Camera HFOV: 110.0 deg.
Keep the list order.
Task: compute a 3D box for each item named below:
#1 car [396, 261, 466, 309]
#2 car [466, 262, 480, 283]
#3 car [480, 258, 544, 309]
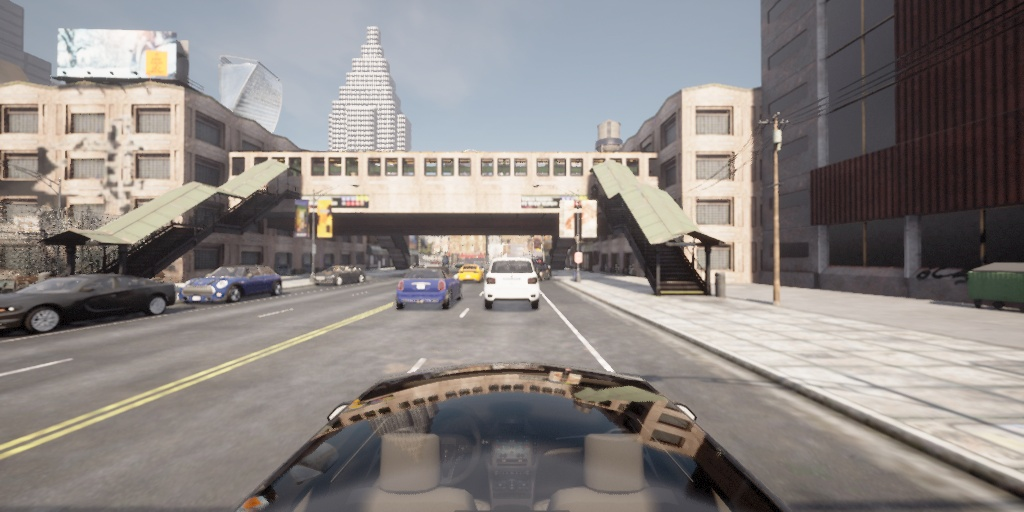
[{"bbox_3d":[-3.507,1.233,15.922,2.097,1.767,4.553,0,-1,0],"label":"car"},{"bbox_3d":[-3.511,1.505,31.311,1.882,1.535,5.008,0,0,0],"label":"car"},{"bbox_3d":[-0.009,1.099,15.859,2.150,2.045,5.566,0,0,0],"label":"car"}]
